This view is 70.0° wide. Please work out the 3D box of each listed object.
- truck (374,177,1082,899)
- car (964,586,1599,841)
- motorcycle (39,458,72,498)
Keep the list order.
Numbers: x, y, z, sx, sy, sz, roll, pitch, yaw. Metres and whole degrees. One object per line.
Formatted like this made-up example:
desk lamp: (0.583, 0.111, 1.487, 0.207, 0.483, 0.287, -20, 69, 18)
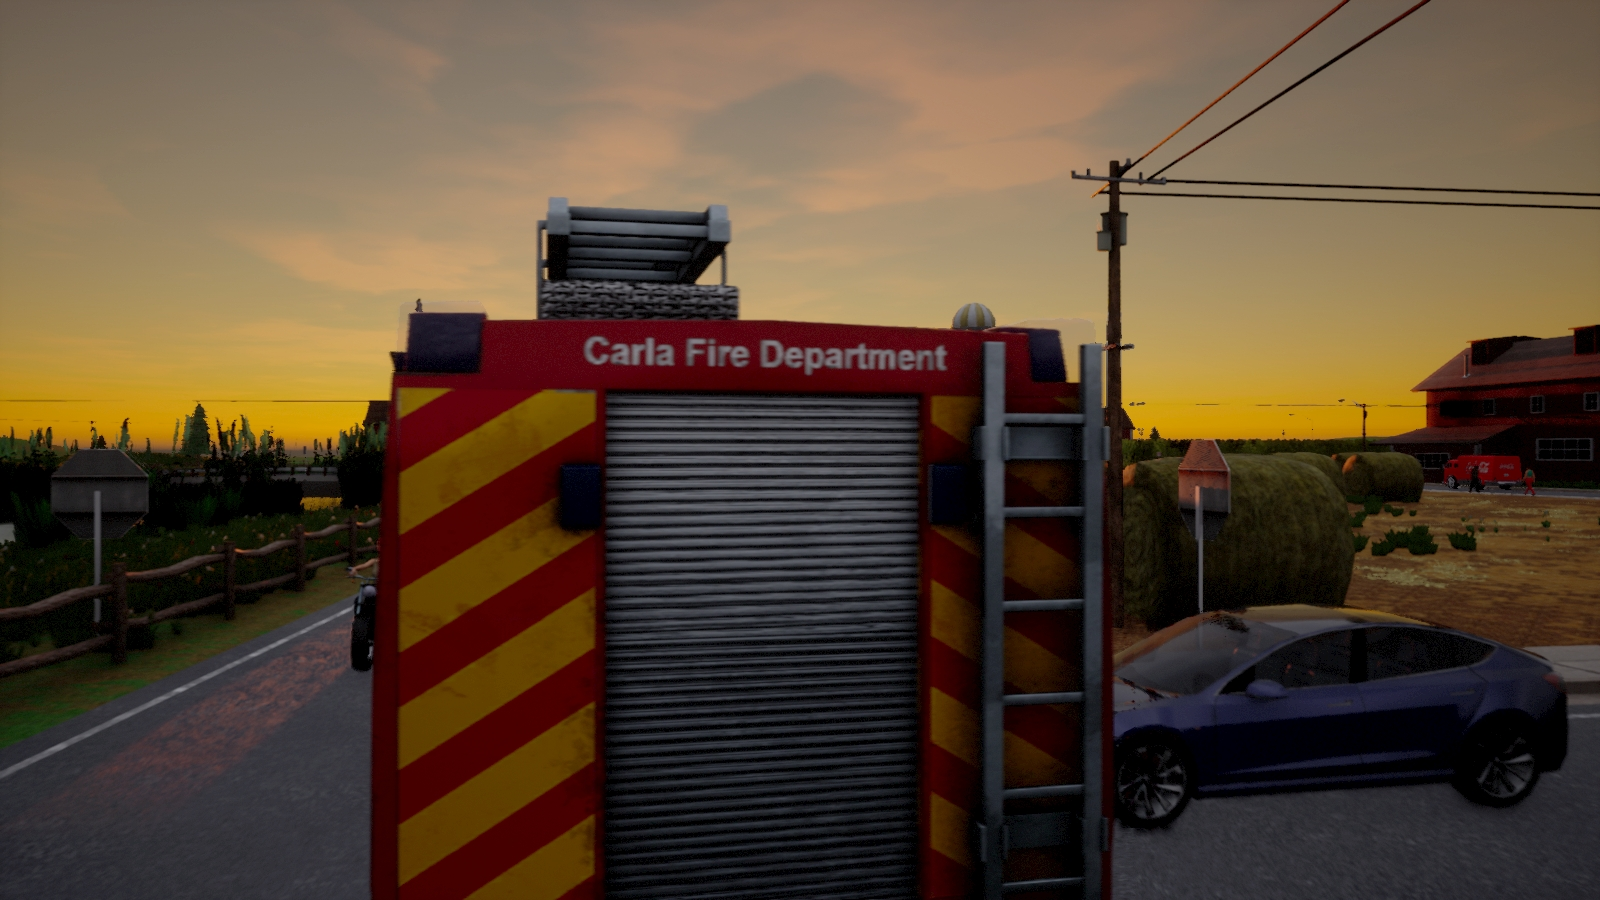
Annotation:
truck: (-1.097, 0.881, 8.769, 2.891, 3.827, 8.468, 0, 0, -12)
car: (4.035, 2.067, 9.697, 4.792, 1.488, 2.163, 0, 0, -10)
motorcycle: (-43.639, 1.623, 66.981, 0.803, 2.348, 2.033, 0, 0, -6)
